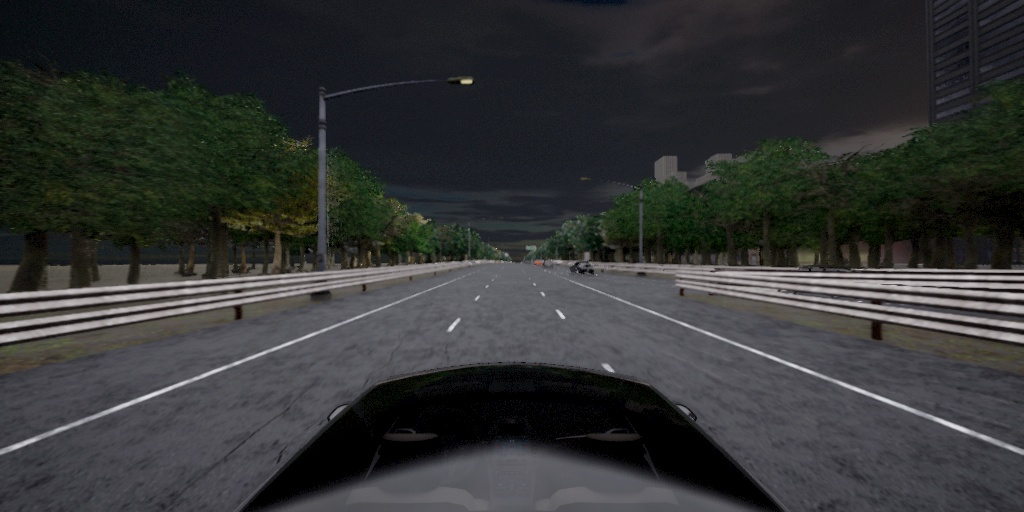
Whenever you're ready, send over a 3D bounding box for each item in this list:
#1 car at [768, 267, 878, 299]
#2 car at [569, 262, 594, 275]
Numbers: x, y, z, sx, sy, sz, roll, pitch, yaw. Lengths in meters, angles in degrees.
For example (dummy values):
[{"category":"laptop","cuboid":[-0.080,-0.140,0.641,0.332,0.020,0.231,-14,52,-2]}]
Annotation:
[{"category":"car","cuboid":[15.965,1.310,19.038,1.837,1.490,4.892,-1,-1,-23]},{"category":"car","cuboid":[8.419,1.470,43.767,1.837,1.490,4.892,-1,0,-9]}]
